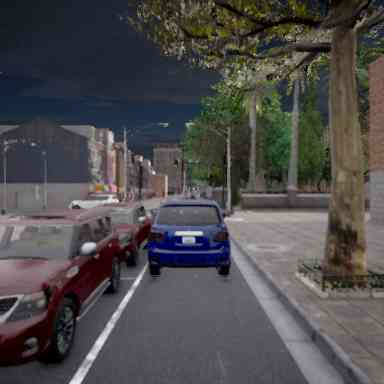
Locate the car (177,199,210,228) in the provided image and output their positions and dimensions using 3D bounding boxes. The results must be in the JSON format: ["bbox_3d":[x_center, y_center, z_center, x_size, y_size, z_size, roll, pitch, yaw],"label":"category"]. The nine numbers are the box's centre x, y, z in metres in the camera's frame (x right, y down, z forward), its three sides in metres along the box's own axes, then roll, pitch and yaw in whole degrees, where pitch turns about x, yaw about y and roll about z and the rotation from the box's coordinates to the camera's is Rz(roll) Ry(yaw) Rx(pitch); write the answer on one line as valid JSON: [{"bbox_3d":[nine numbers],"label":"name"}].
[{"bbox_3d":[0.091,1.374,22.925,2.097,1.767,4.553,0,0,0],"label":"car"}]

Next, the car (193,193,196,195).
[{"bbox_3d":[-0.002,1.589,79.786,1.837,1.490,4.892,0,0,0],"label":"car"}]

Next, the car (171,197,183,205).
[{"bbox_3d":[-2.656,1.636,60.391,1.947,1.339,4.313,0,0,0],"label":"car"}]

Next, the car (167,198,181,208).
[{"bbox_3d":[-2.653,1.581,49.682,1.752,1.417,4.829,0,0,0],"label":"car"}]

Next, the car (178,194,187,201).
[{"bbox_3d":[-2.648,1.430,92.013,2.192,1.841,5.009,0,0,0],"label":"car"}]

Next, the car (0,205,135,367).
[{"bbox_3d":[-2.637,1.320,6.074,2.192,1.841,5.009,0,0,0],"label":"car"}]

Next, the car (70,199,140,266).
[{"bbox_3d":[-2.637,1.325,11.686,2.192,1.841,5.009,0,0,0],"label":"car"}]

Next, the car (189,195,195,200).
[{"bbox_3d":[-0.003,1.469,90.206,1.812,1.442,4.674,0,0,0],"label":"car"}]

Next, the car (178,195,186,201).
[{"bbox_3d":[-2.649,1.548,86.742,1.967,1.590,4.097,0,0,0],"label":"car"}]

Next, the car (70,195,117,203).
[{"bbox_3d":[-11.165,1.320,37.984,5.566,2.045,2.150,0,0,0],"label":"car"}]

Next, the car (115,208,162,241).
[{"bbox_3d":[-2.638,1.597,17.298,1.802,1.307,4.206,0,0,0],"label":"car"}]

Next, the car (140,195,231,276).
[{"bbox_3d":[-0.046,1.231,10.563,2.150,2.045,5.566,0,0,1],"label":"car"}]

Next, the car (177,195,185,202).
[{"bbox_3d":[-2.650,1.540,81.471,1.967,1.590,4.097,0,0,0],"label":"car"}]
